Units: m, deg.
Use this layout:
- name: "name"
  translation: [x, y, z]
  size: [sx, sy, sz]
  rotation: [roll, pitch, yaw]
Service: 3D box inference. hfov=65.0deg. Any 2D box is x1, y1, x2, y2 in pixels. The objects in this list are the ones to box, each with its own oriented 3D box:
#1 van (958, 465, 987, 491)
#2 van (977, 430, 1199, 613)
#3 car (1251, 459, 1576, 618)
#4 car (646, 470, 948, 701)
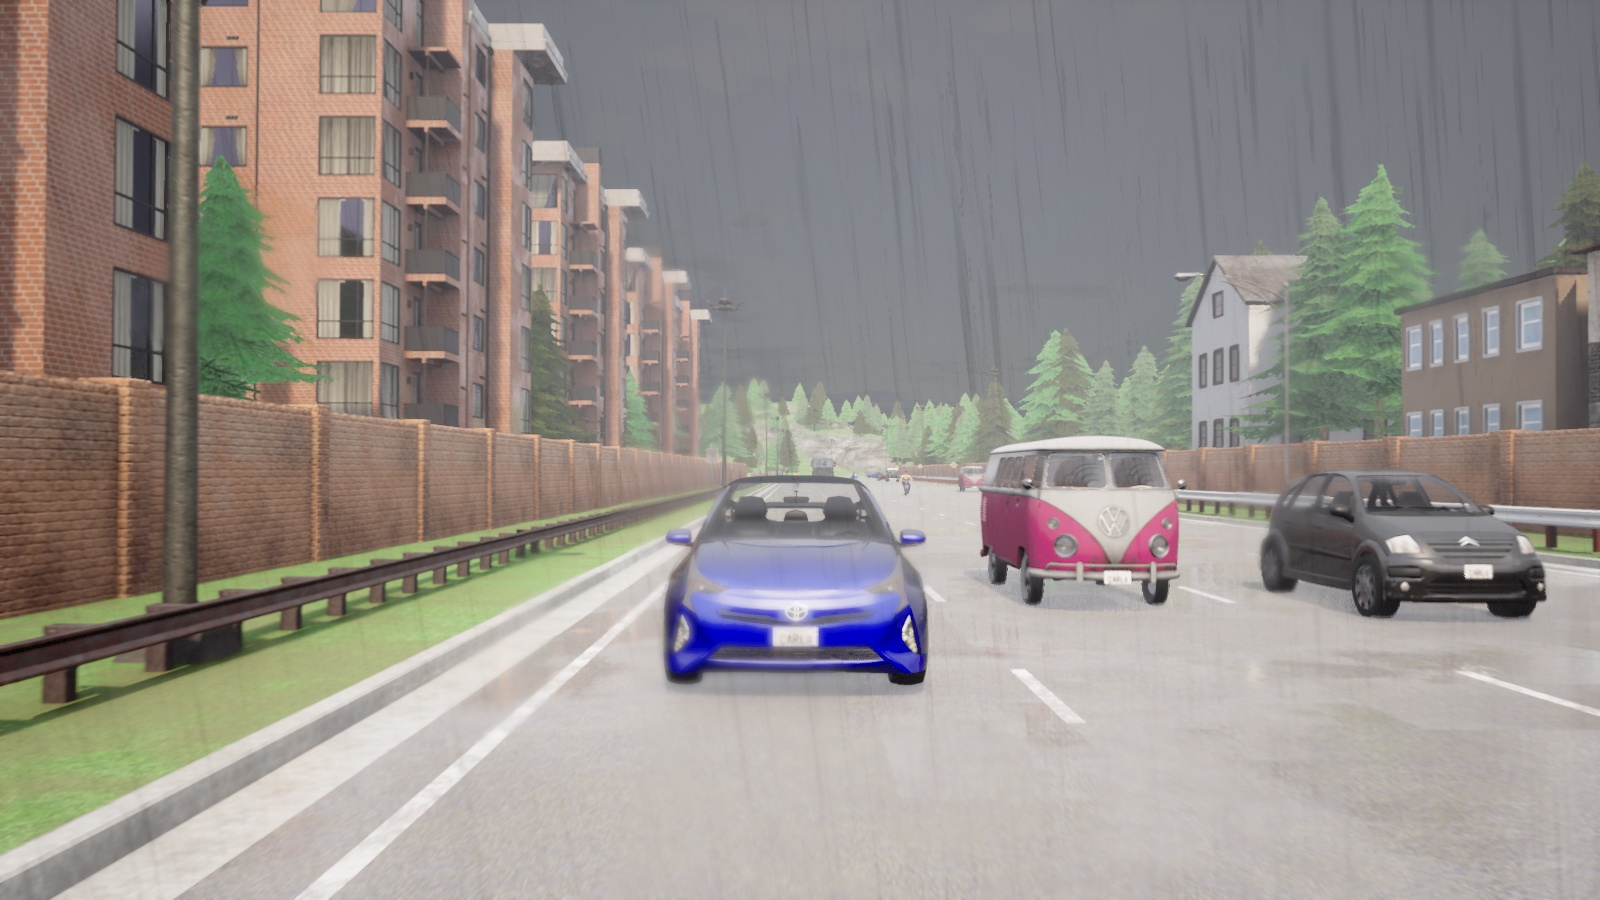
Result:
- name: "van"
  translation: [13.385, 2.150, 97.723]
  size: [1.775, 1.987, 4.442]
  rotation: [0, -1, 2]
- name: "van"
  translation: [3.460, 0.820, 15.932]
  size: [1.775, 1.987, 4.442]
  rotation: [0, -1, 0]
- name: "car"
  translation: [6.964, 0.932, 14.782]
  size: [1.851, 1.617, 3.988]
  rotation: [0, -1, 0]
- name: "car"
  translation: [-0.026, 0.939, 10.651]
  size: [2.007, 1.525, 4.514]
  rotation: [0, -1, 0]
